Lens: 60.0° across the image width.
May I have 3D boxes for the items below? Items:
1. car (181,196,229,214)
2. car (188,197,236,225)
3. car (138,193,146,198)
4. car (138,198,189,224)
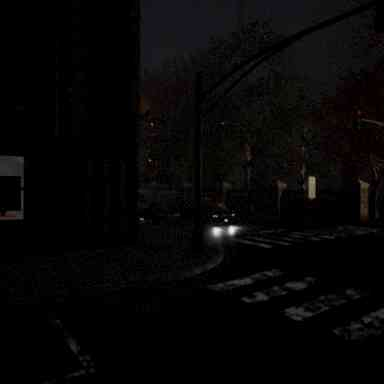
[{"bbox_3d":[1.084,1.115,30.710,1.752,1.417,4.829,1,0,-36],"label":"car"},{"bbox_3d":[0.460,1.244,21.701,2.033,1.411,5.357,0,1,-36],"label":"car"},{"bbox_3d":[-4.995,0.883,29.205,2.097,1.767,4.553,0,1,-36],"label":"car"},{"bbox_3d":[-2.342,1.249,21.171,1.802,1.307,4.206,2,0,-36],"label":"car"}]
